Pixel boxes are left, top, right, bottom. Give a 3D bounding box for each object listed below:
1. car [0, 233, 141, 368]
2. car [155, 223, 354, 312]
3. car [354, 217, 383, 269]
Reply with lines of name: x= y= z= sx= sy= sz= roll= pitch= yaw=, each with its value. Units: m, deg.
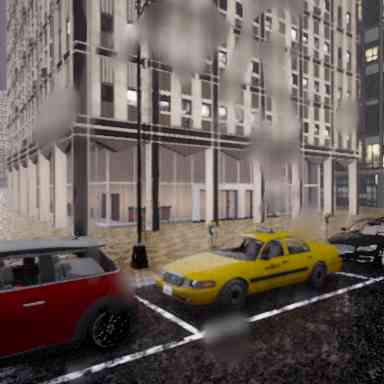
car: x=-2.873 y=1.440 z=4.513 sx=4.097 sy=1.590 sz=1.967 roll=0 pitch=0 yaw=-35
car: x=1.509 y=1.513 z=7.637 sx=4.829 sy=1.417 sz=1.752 roll=0 pitch=0 yaw=-35
car: x=6.168 y=1.526 z=10.958 sx=4.403 sy=1.369 sz=2.008 roll=0 pitch=0 yaw=-35
